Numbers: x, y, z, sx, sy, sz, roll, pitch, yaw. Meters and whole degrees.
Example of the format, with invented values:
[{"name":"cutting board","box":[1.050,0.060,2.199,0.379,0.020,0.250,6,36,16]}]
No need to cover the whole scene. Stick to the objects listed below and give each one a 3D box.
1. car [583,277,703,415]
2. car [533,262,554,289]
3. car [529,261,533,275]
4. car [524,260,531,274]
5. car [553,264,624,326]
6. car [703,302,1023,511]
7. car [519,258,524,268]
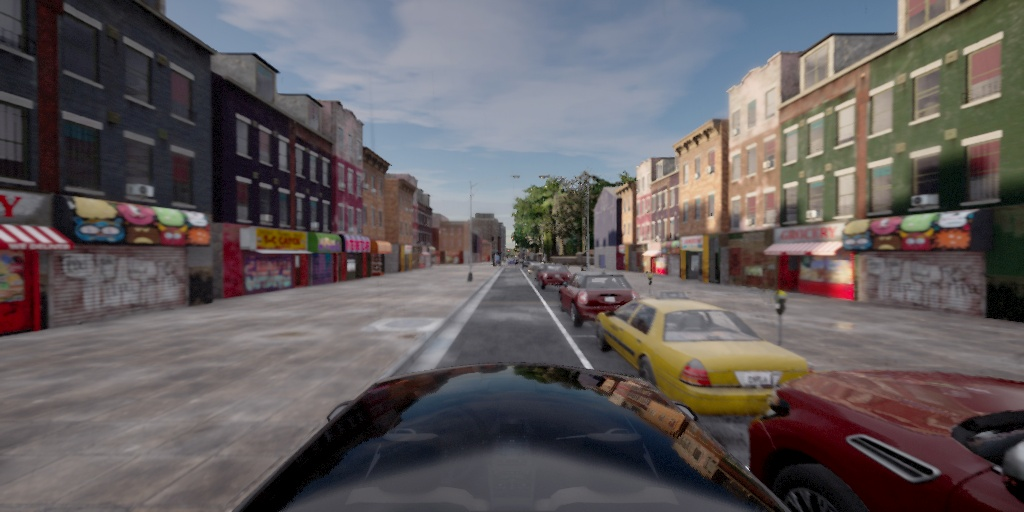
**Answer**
[{"name":"car","box":[2.638,1.273,6.143,1.751,1.417,4.829,0,0,0]},{"name":"car","box":[2.642,1.190,22.840,1.967,1.591,4.097,0,0,0]},{"name":"car","box":[2.643,1.307,28.461,2.007,1.370,4.403,0,0,0]},{"name":"car","box":[2.646,1.325,39.705,2.007,1.370,4.403,0,0,0]},{"name":"car","box":[2.639,1.186,11.596,1.967,1.591,4.097,0,0,0]},{"name":"car","box":[2.637,1.066,0.351,2.192,1.841,5.009,0,0,0]},{"name":"car","box":[2.651,1.409,62.191,1.948,1.339,4.313,0,0,0]}]
